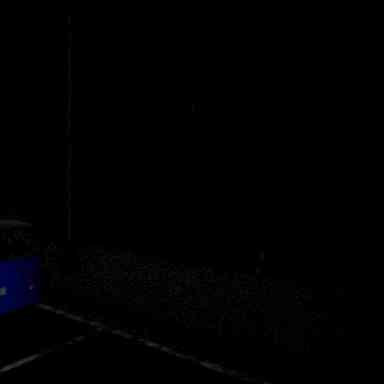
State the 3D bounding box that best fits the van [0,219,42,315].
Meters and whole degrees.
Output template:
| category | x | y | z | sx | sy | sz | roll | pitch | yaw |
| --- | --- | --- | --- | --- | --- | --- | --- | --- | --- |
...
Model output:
| category | x | y | z | sx | sy | sz | roll | pitch | yaw |
| --- | --- | --- | --- | --- | --- | --- | --- | --- | --- |
| van | -4.559 | 1.356 | 6.328 | 3.998 | 1.788 | 1.690 | 0 | 0 | 35 |
